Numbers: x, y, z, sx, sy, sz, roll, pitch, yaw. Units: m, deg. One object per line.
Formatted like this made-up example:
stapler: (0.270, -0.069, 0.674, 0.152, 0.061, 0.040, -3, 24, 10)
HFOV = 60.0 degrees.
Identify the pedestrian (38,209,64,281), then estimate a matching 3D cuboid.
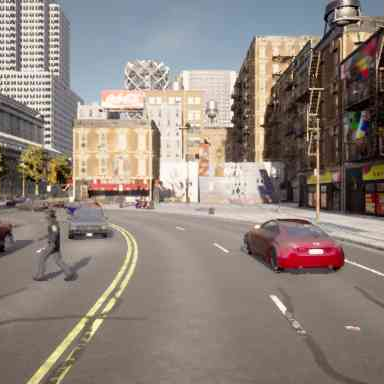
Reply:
pedestrian: (-3.525, 1.294, 8.306, 0.375, 1.860, 0.375, 0, 0, -3)

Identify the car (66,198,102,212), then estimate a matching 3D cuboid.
car: (-12.862, 1.526, 39.339, 4.674, 1.442, 1.812, 0, 0, 39)

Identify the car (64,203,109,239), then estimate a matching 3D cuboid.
car: (-5.511, 1.547, 17.650, 2.033, 1.411, 5.357, 0, 0, -19)

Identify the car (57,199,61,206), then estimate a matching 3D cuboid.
car: (-20.435, 1.595, 48.155, 4.718, 1.301, 1.895, 0, 0, 30)

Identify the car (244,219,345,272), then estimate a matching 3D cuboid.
car: (3.095, 1.564, 10.886, 1.994, 1.385, 4.181, 0, 0, -6)

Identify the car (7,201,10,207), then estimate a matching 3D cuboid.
car: (-25.737, 1.520, 50.328, 4.674, 1.452, 2.002, 0, 0, 20)

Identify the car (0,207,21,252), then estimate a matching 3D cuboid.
car: (-7.571, 1.477, 10.864, 1.882, 1.535, 5.008, 0, 0, -9)

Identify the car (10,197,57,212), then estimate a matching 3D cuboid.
car: (-18.858, 1.547, 39.541, 5.357, 1.411, 2.033, 0, 0, 33)

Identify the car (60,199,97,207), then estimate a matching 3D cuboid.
car: (-10.889, 1.601, 32.940, 1.895, 1.301, 4.718, 0, 0, -43)
